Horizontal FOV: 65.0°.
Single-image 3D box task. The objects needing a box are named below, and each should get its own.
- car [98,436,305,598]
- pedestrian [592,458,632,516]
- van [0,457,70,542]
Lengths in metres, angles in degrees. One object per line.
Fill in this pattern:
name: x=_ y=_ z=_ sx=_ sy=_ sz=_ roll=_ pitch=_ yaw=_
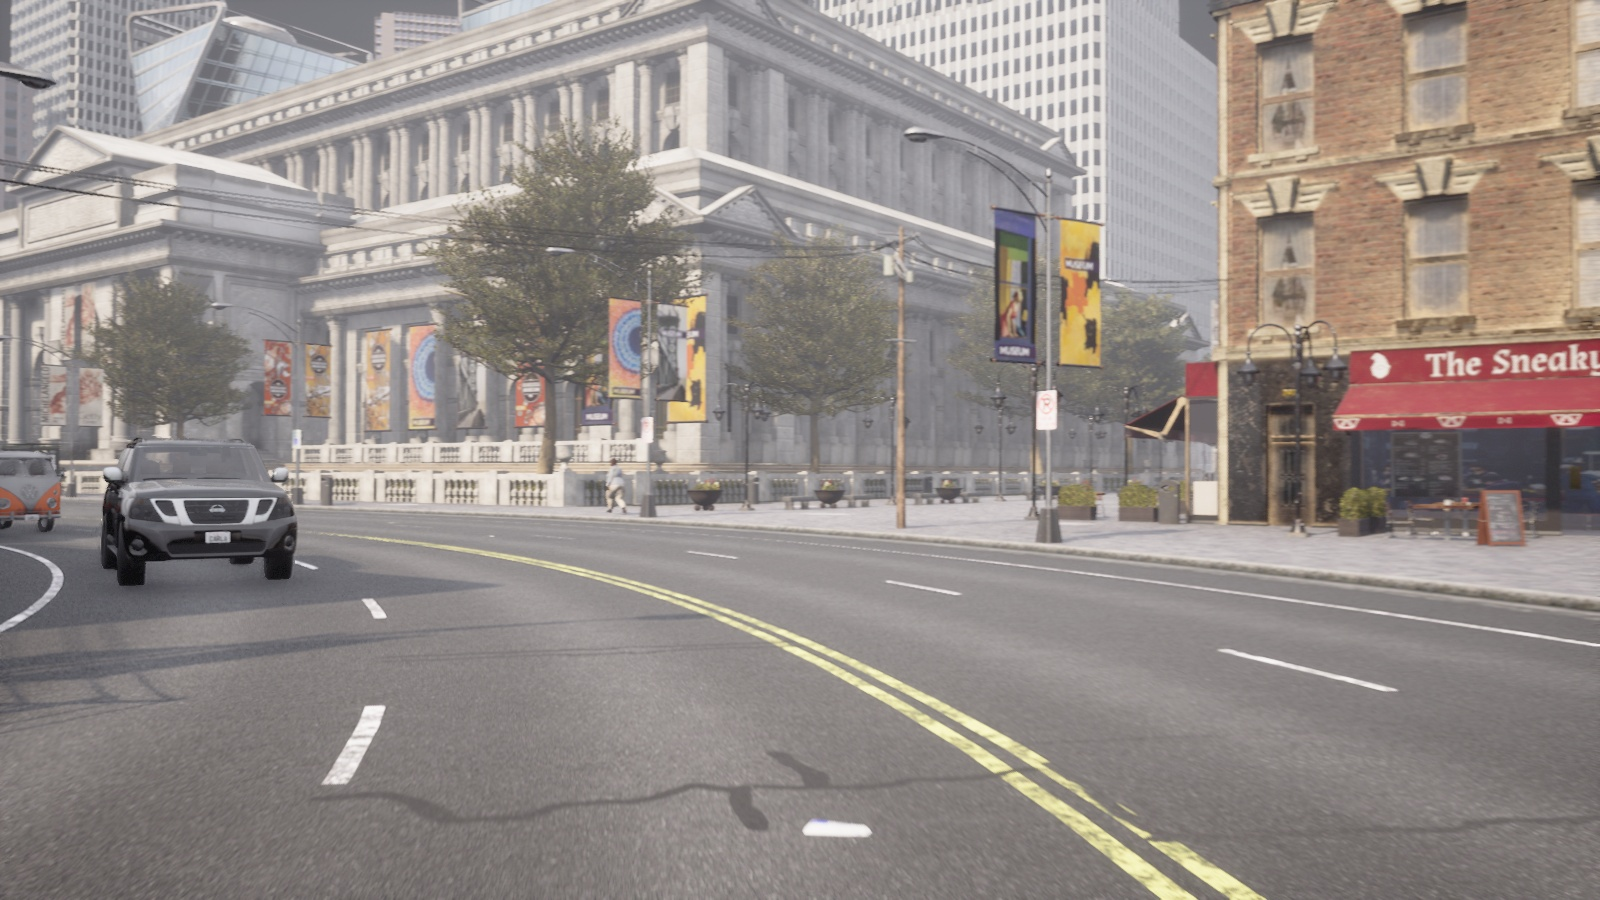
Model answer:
car: x=-9.093 y=0.896 z=18.769 sx=2.150 sy=2.045 sz=5.566 roll=0 pitch=-1 yaw=-32
pedestrian: x=-6.016 y=1.176 z=40.178 sx=0.900 sy=1.855 sz=0.874 roll=-1 pitch=-1 yaw=39
van: x=-19.981 y=1.192 z=31.083 sx=4.442 sy=1.987 sz=1.775 roll=-1 pitch=-1 yaw=38
